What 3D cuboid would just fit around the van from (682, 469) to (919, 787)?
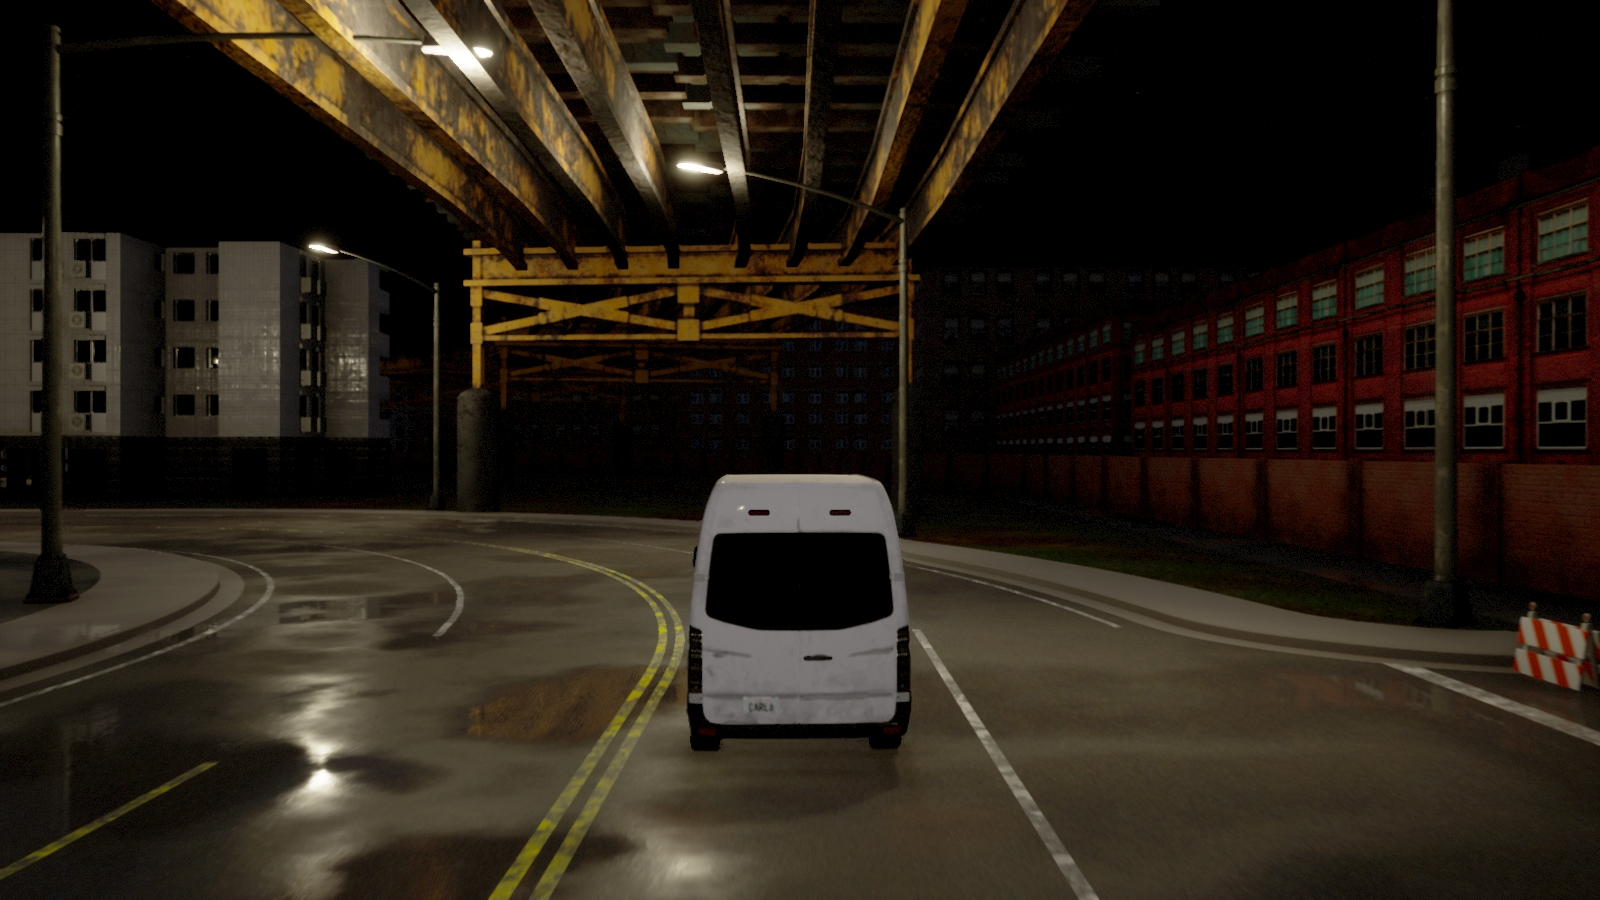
[{"bbox_3d":[-0.099,1.533,12.530,1.988,2.561,5.915,0,0,-2],"label":"van"}]
